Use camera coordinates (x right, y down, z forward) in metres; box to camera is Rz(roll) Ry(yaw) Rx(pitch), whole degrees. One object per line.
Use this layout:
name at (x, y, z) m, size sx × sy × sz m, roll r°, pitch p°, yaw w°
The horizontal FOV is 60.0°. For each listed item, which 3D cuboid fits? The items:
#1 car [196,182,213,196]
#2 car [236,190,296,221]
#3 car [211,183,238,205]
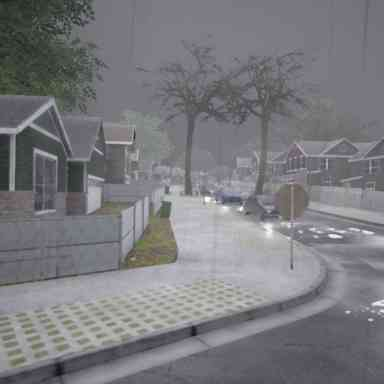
car at (2.148, -0.272, 42.216) m, size 2.128 × 1.511 × 4.902 m, roll 1°, pitch 3°, yaw -6°
car at (4.474, 0.842, 20.191) m, size 2.033 × 1.411 × 5.357 m, roll 1°, pitch 3°, yaw -6°
car at (3.377, 0.275, 30.531) m, size 1.882 × 1.535 × 5.008 m, roll 1°, pitch 3°, yaw -6°
